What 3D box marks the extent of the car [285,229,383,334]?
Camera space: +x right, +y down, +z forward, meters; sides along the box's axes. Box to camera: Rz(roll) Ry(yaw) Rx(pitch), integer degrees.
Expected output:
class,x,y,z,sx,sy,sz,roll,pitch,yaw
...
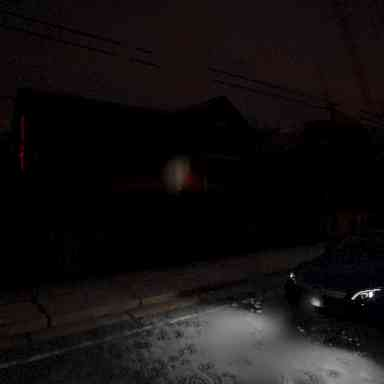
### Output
class,x,y,z,sx,sy,sz,roll,pitch,yaw
car,3.918,1.526,6.784,4.674,1.442,1.812,0,0,-35
